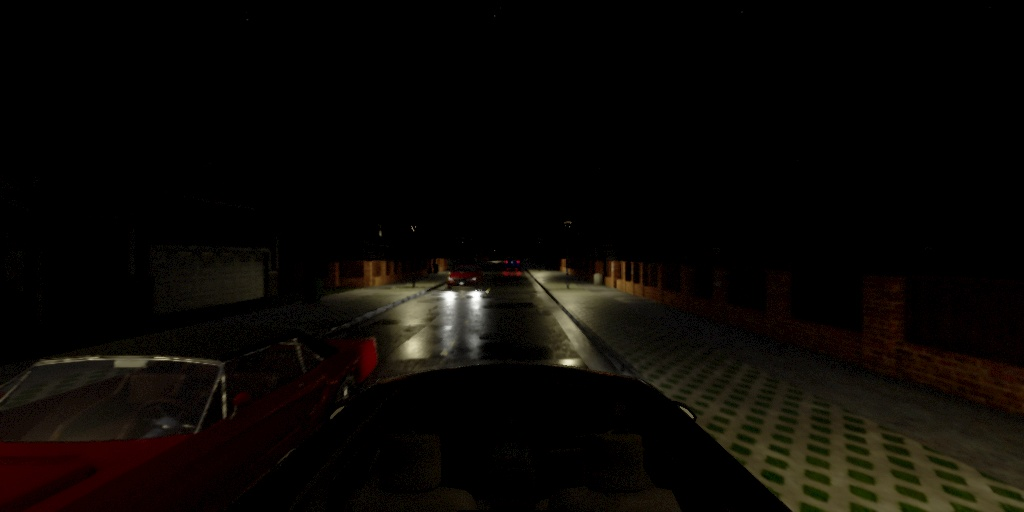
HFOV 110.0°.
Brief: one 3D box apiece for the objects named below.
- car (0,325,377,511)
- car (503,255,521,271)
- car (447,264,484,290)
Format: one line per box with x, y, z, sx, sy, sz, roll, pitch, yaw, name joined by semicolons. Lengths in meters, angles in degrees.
-2.823;1.351;2.788;1.895;1.301;4.718;0;0;0;car
0.011;0.869;46.689;2.150;2.045;5.566;0;0;0;car
-2.785;1.247;22.258;1.812;1.442;4.674;0;0;1;car
